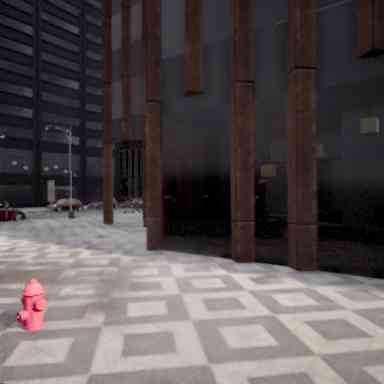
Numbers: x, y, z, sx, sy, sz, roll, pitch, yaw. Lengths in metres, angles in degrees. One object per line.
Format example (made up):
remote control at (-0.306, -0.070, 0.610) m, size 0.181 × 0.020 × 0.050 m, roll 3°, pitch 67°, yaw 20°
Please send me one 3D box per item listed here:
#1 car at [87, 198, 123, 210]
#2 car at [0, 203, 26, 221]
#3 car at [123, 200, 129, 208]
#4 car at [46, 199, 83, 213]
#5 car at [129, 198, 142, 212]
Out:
car at (-11.517, 1.505, 43.116) m, size 1.967 × 1.590 × 4.097 m, roll 0°, pitch 0°, yaw 36°
car at (-14.455, 1.485, 24.499) m, size 1.967 × 1.590 × 4.097 m, roll 0°, pitch 0°, yaw 36°
car at (-8.231, 1.603, 47.662) m, size 2.008 × 1.369 × 4.403 m, roll 0°, pitch 0°, yaw 36°
car at (-14.803, 1.518, 38.570) m, size 1.967 × 1.590 × 4.097 m, roll 0°, pitch 0°, yaw 36°
car at (-4.597, 1.555, 38.137) m, size 2.008 × 1.369 × 4.403 m, roll 0°, pitch 0°, yaw 36°
